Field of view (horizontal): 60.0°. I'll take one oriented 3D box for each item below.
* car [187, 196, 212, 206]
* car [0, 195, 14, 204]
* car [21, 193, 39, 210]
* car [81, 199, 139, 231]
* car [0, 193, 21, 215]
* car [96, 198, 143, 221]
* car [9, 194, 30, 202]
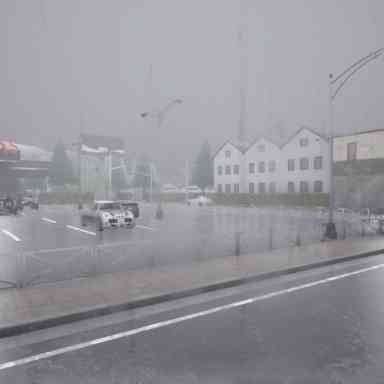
[{"bbox_3d":[1.137,1.349,49.282,1.812,1.442,4.674,0,0,-35],"label":"car"},{"bbox_3d":[-38.474,1.495,66.610,4.611,1.667,2.242,0,0,-36],"label":"car"},{"bbox_3d":[-19.163,1.092,38.620,1.905,1.878,3.866,0,0,-36],"label":"car"},{"bbox_3d":[-4.685,1.248,18.327,1.970,1.475,3.806,0,0,-36],"label":"car"},{"bbox_3d":[-17.266,1.113,30.307,1.932,1.855,4.605,0,0,-36],"label":"car"},{"bbox_3d":[-5.800,1.313,26.193,2.007,1.523,4.514,0,0,-36],"label":"car"},{"bbox_3d":[-38.233,1.328,73.739,3.866,1.878,1.905,0,0,-36],"label":"car"}]
